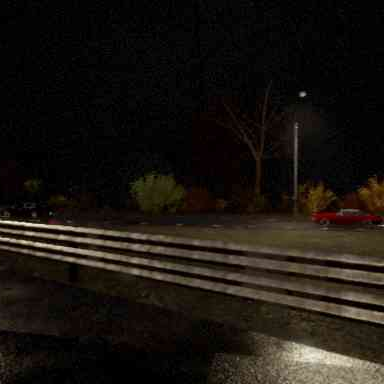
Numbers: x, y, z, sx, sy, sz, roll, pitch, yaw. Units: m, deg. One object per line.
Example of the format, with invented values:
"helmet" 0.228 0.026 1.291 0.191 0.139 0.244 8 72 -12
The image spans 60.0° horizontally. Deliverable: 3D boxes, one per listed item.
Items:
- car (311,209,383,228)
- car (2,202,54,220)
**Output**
"car" 11.437 1.957 24.952 4.718 1.301 1.895 0 0 13
"car" -15.388 1.728 31.190 4.892 1.490 1.837 0 0 13
